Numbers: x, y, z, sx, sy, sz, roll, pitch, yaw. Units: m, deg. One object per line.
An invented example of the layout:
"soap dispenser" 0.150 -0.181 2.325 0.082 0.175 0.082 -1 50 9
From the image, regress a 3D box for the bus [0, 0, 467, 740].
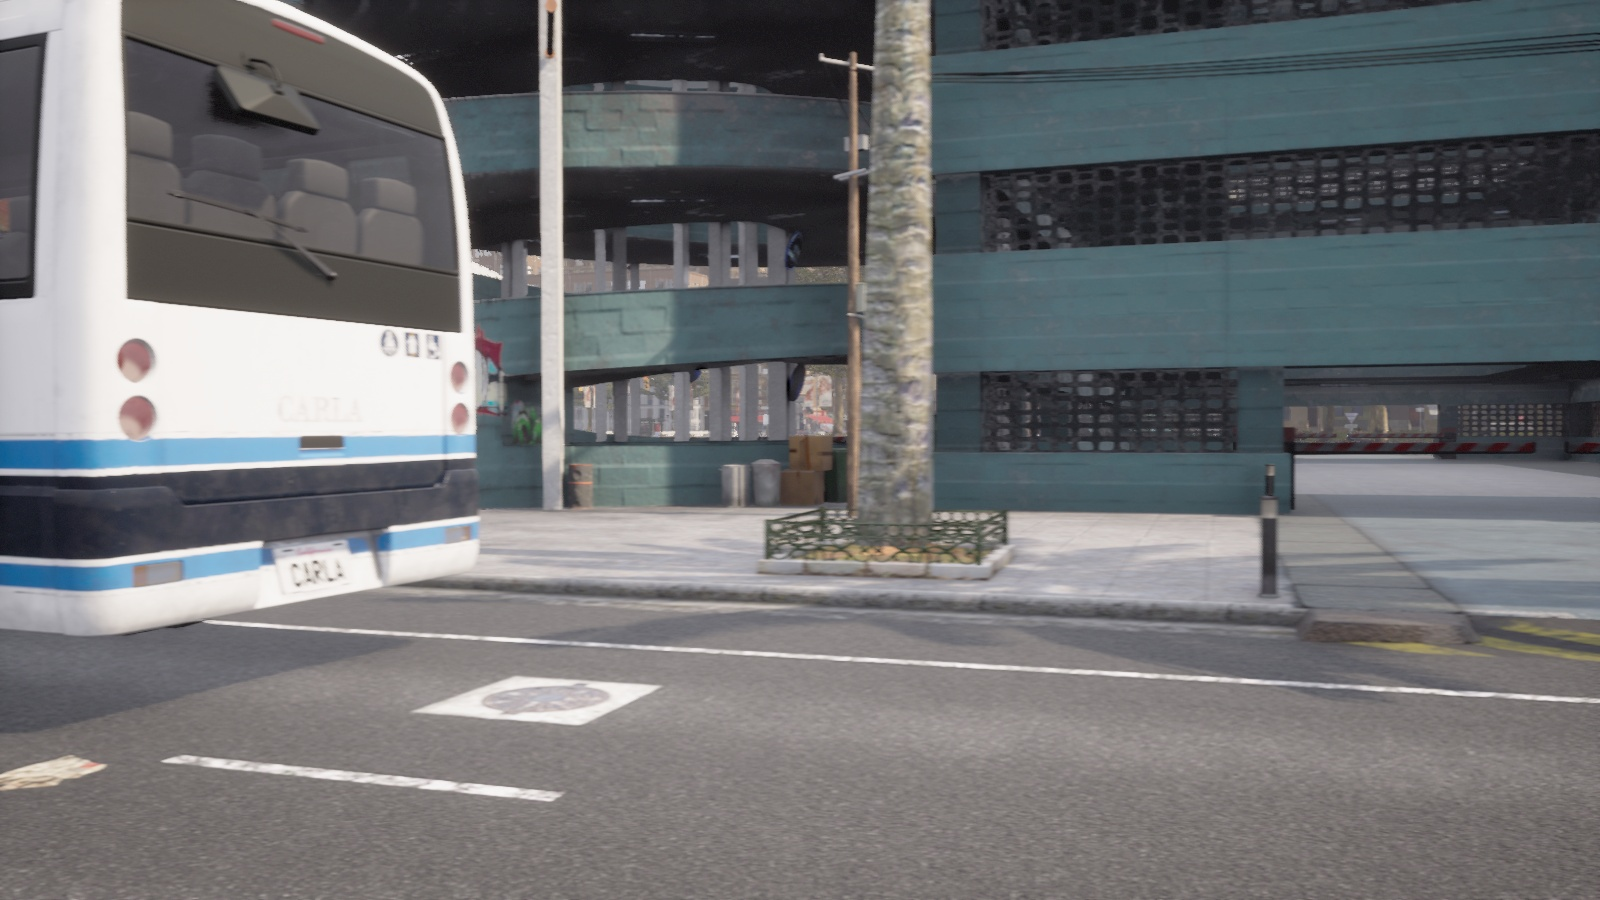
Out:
"bus" -8.102 -0.739 9.926 10.273 4.253 3.944 1 1 23
